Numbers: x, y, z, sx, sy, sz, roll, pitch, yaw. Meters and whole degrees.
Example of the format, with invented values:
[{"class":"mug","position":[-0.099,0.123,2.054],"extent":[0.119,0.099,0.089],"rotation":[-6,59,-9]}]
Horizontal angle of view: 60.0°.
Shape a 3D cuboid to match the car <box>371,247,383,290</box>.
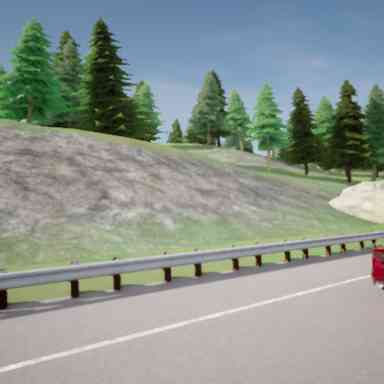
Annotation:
[{"class":"car","position":[6.330,1.596,8.061],"extent":[5.008,1.535,1.882],"rotation":[1,-1,-35]}]
